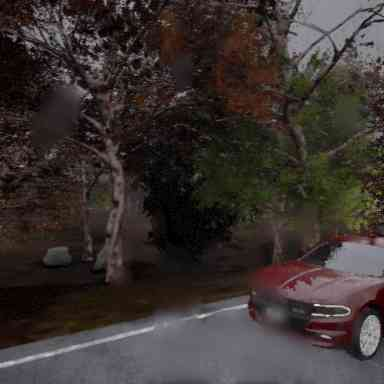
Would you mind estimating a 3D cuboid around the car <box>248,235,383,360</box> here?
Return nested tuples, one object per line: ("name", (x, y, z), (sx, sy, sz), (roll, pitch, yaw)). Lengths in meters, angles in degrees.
("car", (3.256, 1.583, 6.243), (5.008, 1.535, 1.882), (2, -1, -35))
